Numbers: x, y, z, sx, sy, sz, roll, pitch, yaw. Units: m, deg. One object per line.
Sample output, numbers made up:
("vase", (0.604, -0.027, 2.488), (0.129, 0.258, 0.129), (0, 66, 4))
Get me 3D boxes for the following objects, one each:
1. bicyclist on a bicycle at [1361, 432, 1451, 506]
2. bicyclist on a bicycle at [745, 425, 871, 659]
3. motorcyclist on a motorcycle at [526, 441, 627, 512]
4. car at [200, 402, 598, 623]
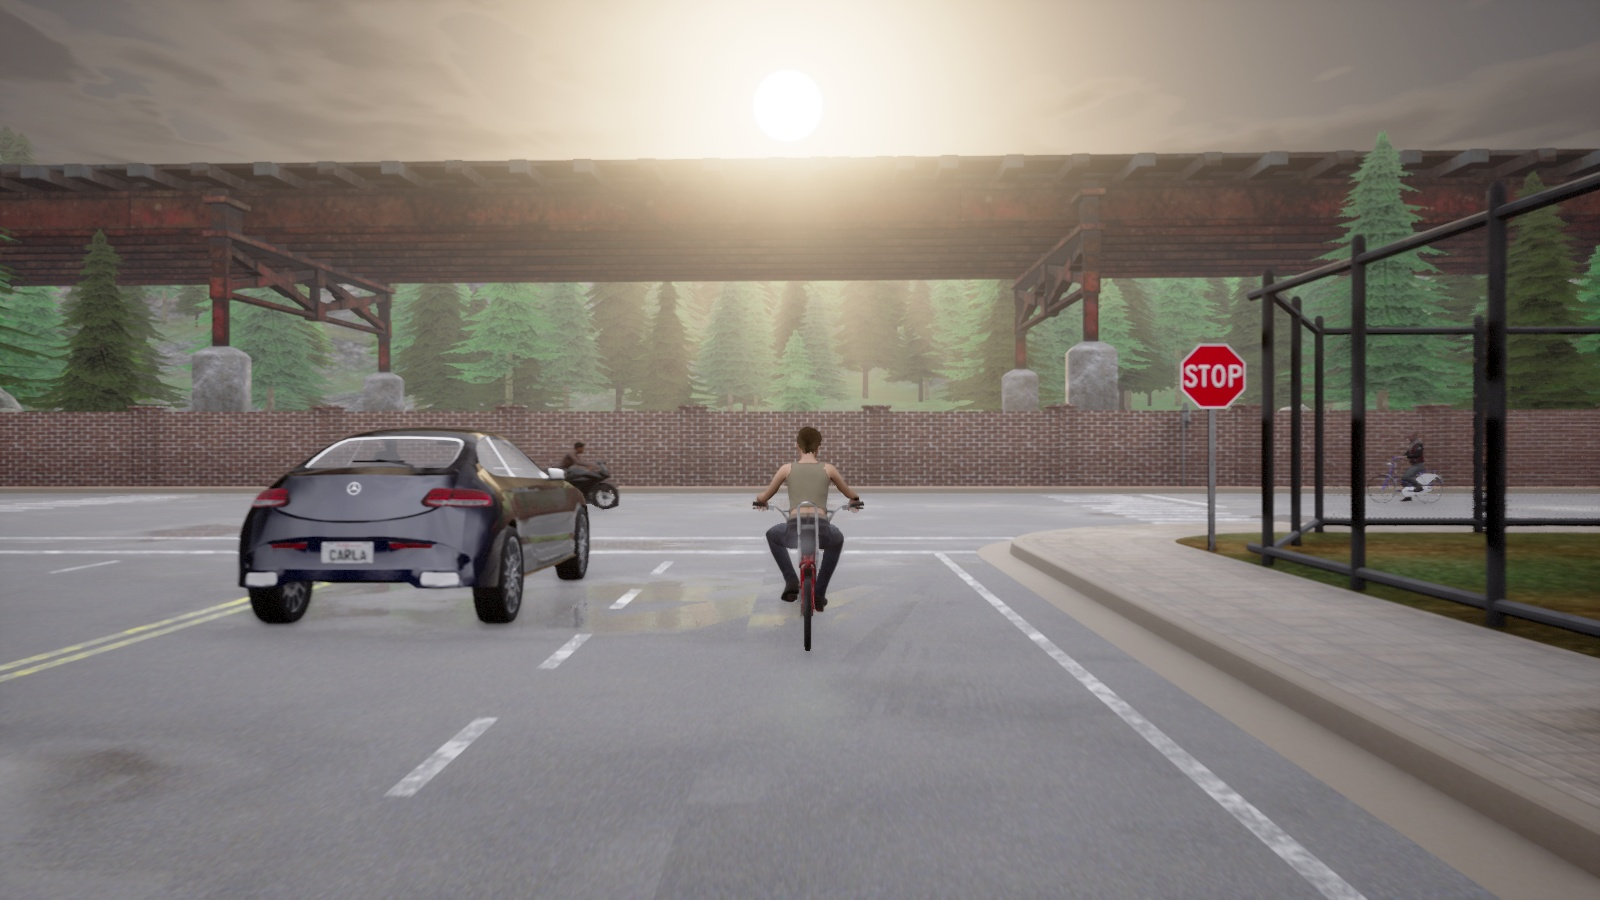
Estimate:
("bicyclist on a bicycle", (14.702, 0.457, 30.480), (1.843, 1.776, 0.659), (0, 0, 1))
("bicyclist on a bicycle", (0.060, 0.630, 9.408), (0.866, 1.612, 1.509), (0, 0, 1))
("motorcyclist on a motorcycle", (-4.868, 0.570, 27.423), (2.044, 1.523, 0.797), (0, 0, 1))
("car", (-3.417, 0.455, 11.936), (2.152, 1.651, 5.027), (0, 0, 0))
